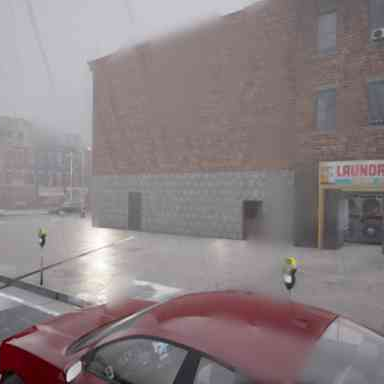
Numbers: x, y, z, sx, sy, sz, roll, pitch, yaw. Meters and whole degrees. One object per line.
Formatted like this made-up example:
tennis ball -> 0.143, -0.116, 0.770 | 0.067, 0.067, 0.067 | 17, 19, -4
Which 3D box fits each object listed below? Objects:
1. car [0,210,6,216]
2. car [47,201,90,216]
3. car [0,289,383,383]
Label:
car -> -19.600, 1.822, 29.867 | 1.895, 1.301, 4.718 | 1, 0, 37
car -> -13.935, 1.855, 37.733 | 1.837, 1.490, 4.892 | 1, -1, 36
car -> 0.132, 1.544, 2.704 | 4.507, 1.381, 1.887 | 0, 1, 36
